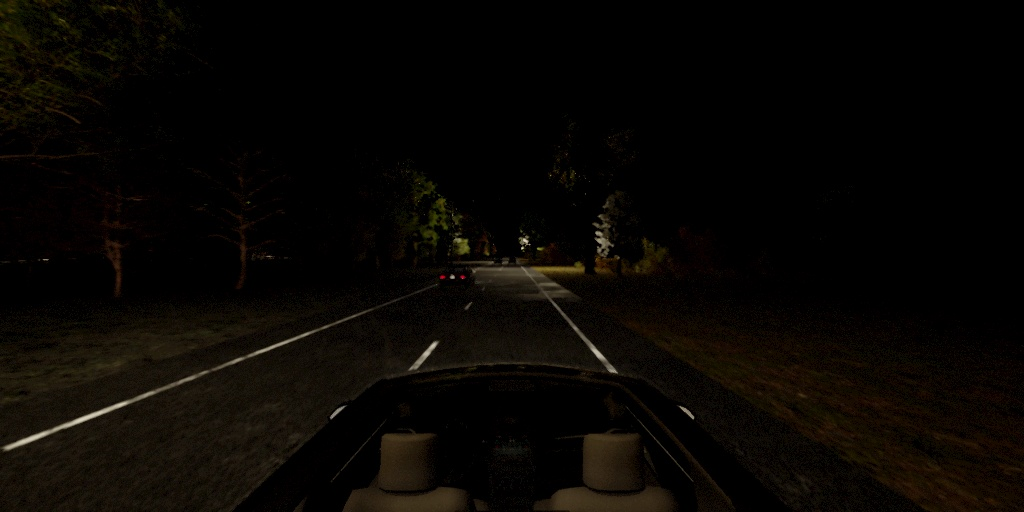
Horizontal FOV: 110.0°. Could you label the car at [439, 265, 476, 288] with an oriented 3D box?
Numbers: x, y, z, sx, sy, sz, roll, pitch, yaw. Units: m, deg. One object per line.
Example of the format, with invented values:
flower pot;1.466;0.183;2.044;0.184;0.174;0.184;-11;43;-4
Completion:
car;-3.486;1.300;23.537;2.033;1.411;5.357;0;0;0
